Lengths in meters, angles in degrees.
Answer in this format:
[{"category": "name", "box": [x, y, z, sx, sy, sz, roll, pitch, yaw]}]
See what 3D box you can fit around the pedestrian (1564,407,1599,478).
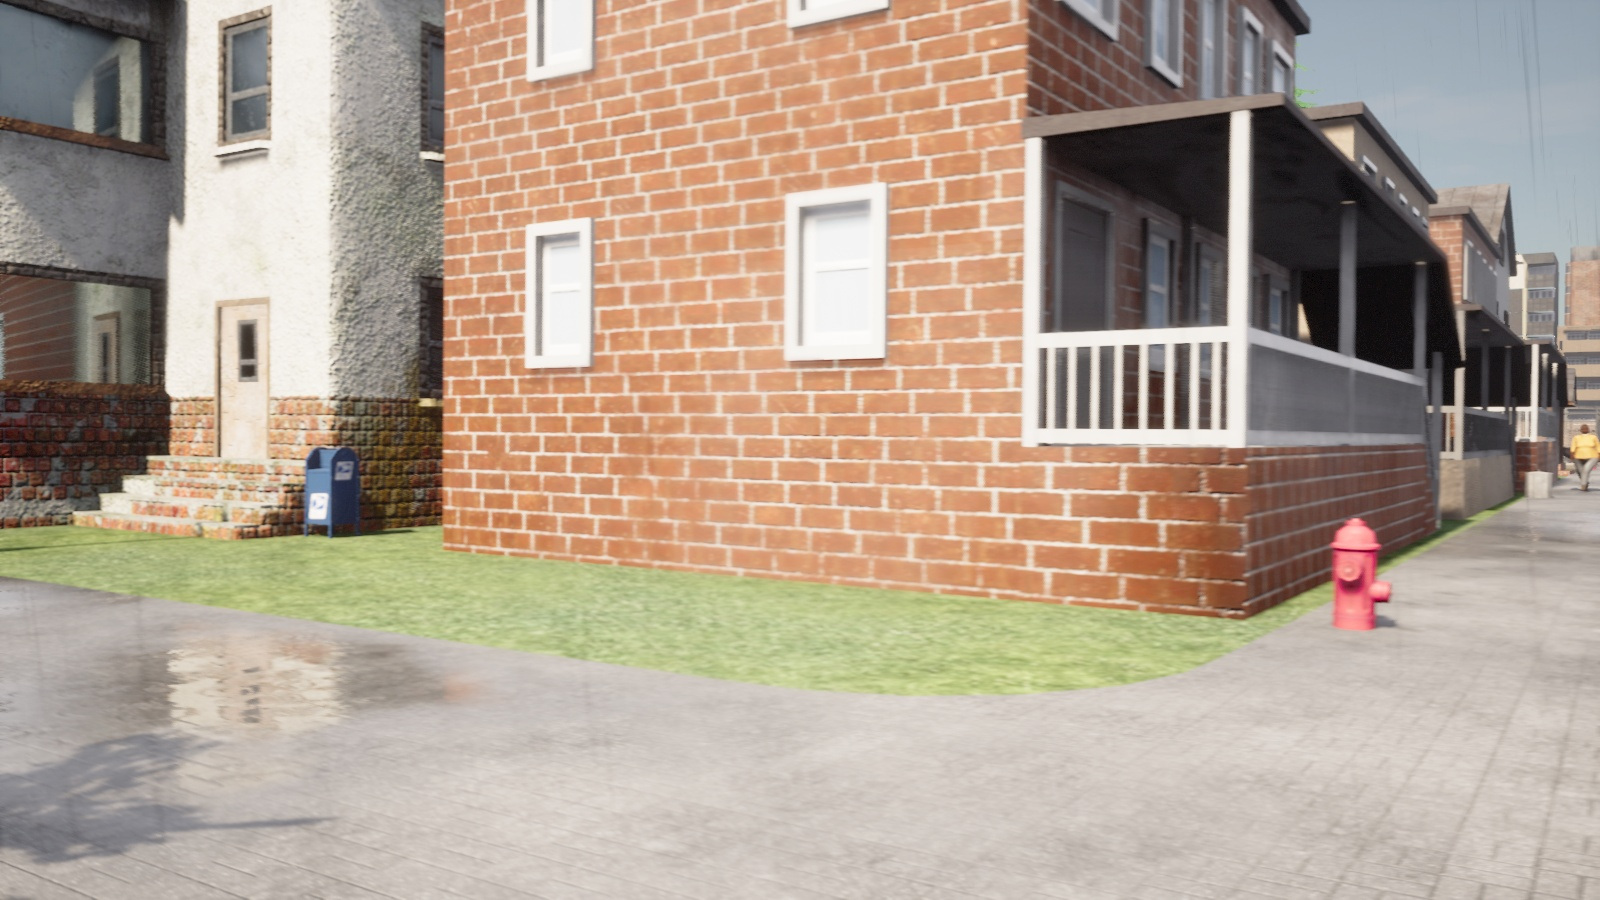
[{"category": "pedestrian", "box": [20.855, -0.202, 33.313, 0.874, 1.855, 0.900, 0, 1, 42]}]
